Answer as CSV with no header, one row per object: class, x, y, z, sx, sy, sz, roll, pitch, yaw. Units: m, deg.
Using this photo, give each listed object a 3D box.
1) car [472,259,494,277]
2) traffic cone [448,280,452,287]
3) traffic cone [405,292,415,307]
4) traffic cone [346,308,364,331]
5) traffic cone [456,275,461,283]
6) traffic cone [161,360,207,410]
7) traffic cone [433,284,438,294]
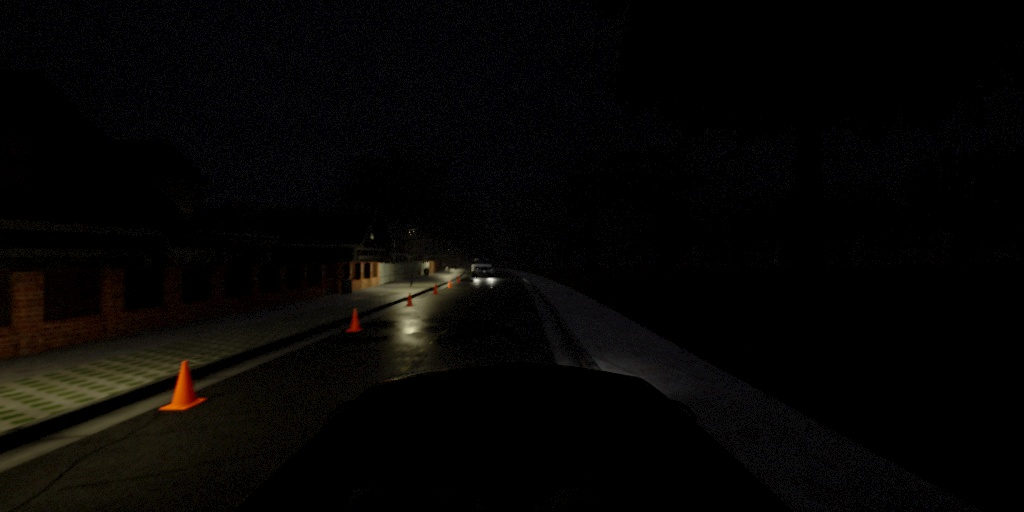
car,-3.375,1.299,40.539,2.150,2.045,5.566,0,-1,-10
traffic cone,-4.283,1.863,24.761,0.340,0.580,0.340,0,0,-1
traffic cone,-4.230,1.778,14.838,0.340,0.580,0.340,0,0,1
traffic cone,-4.321,1.743,9.878,0.340,0.580,0.340,0,0,1
traffic cone,-4.427,1.912,29.720,0.340,0.580,0.340,0,0,-2
traffic cone,-4.420,1.712,4.843,0.340,0.580,0.340,0,0,1
traffic cone,-4.217,1.819,19.799,0.340,0.580,0.340,0,0,0
